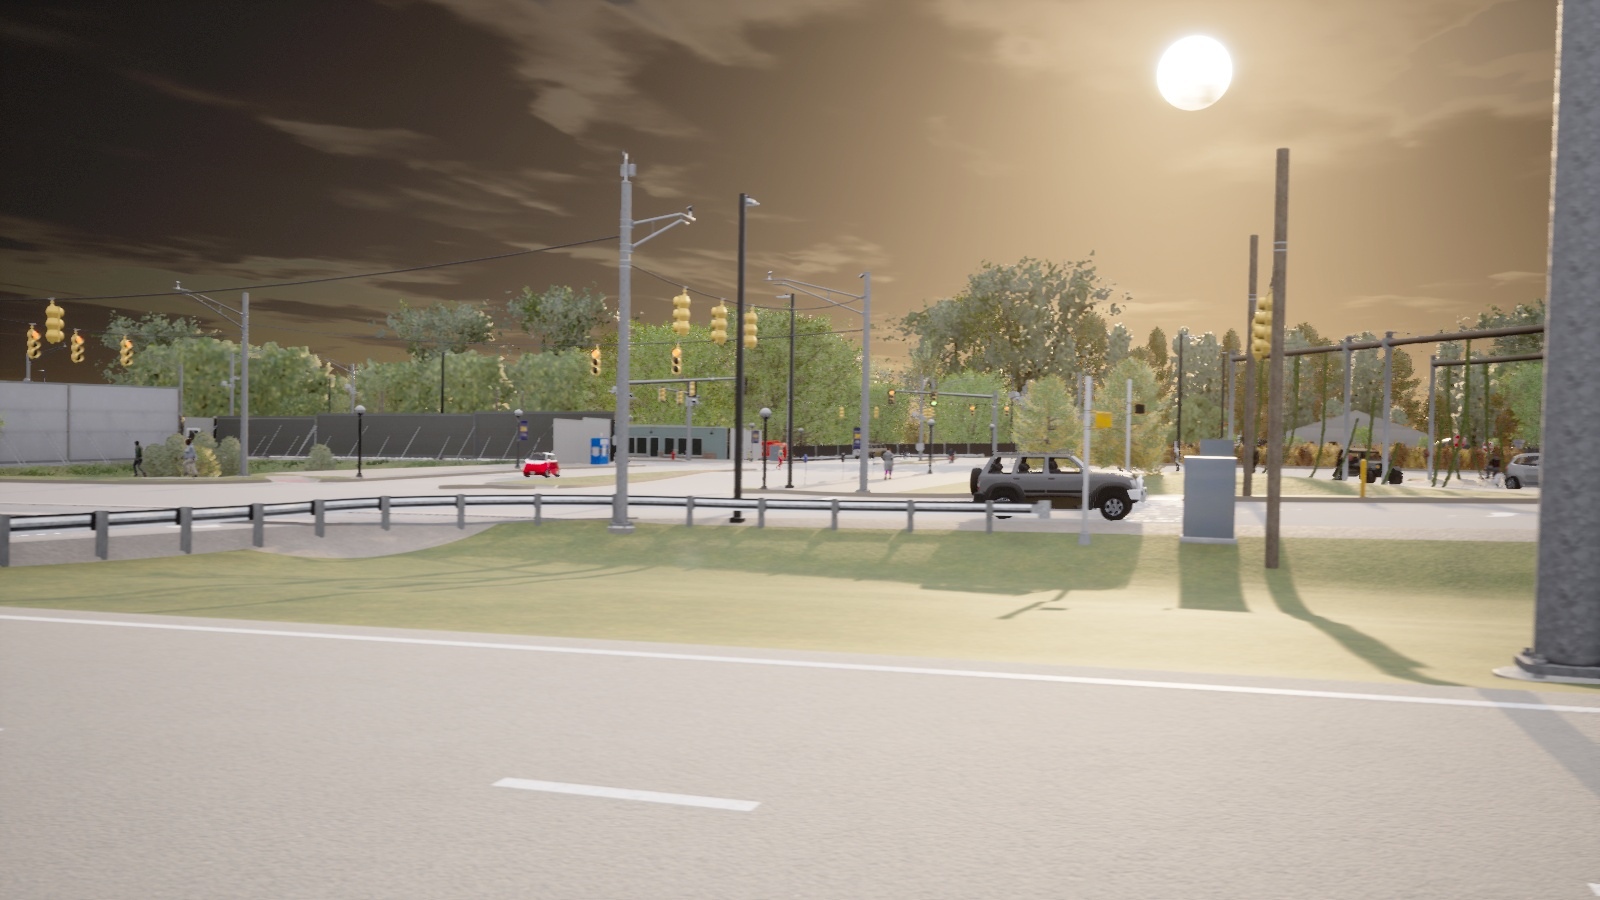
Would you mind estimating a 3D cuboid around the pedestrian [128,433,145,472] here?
[{"bbox_3d":[-31.970,0.137,60.486,0.614,1.847,0.353,2,1,17],"label":"pedestrian"}]

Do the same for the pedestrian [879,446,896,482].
[{"bbox_3d":[4.952,0.790,71.074,0.659,1.952,0.873,2,1,19],"label":"pedestrian"}]

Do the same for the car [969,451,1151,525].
[{"bbox_3d":[7.023,0.971,33.788,4.605,1.855,1.932,0,1,18],"label":"car"}]

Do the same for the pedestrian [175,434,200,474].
[{"bbox_3d":[-29.025,0.174,59.522,0.900,1.855,0.874,1,2,-36],"label":"pedestrian"}]

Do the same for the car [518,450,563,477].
[{"bbox_3d":[-14.094,0.712,68.279,1.481,1.376,2.207,1,0,18],"label":"car"}]

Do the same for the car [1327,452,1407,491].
[{"bbox_3d":[28.923,1.079,64.184,1.905,1.878,3.866,1,0,-8],"label":"car"}]

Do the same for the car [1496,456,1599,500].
[{"bbox_3d":[30.853,1.105,50.957,2.242,1.667,4.611,1,0,-8],"label":"car"}]
